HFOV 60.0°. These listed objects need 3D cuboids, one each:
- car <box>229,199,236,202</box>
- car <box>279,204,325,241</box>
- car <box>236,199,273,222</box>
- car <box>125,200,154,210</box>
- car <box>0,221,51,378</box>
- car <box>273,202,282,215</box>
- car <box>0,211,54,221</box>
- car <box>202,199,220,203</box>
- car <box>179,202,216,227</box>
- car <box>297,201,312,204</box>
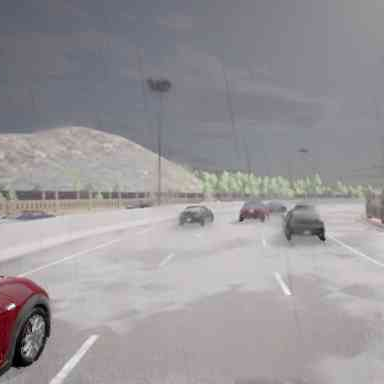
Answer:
[{"bbox_3d":[7.571,1.831,56.183,1.895,1.301,4.718,0,-1,35],"label":"car"},{"bbox_3d":[5.901,1.653,17.909,1.837,1.490,4.892,0,0,12],"label":"car"},{"bbox_3d":[5.440,1.576,28.617,2.097,1.767,4.553,0,0,19],"label":"car"},{"bbox_3d":[-7.035,1.799,44.745,2.128,1.511,4.902,0,0,25],"label":"car"},{"bbox_3d":[-3.161,1.365,3.022,2.097,1.767,4.553,0,-1,2],"label":"car"},{"bbox_3d":[9.629,1.856,38.661,2.033,1.411,5.357,0,0,27],"label":"car"},{"bbox_3d":[-8.681,1.667,17.285,1.994,1.385,4.181,0,0,11],"label":"car"},{"bbox_3d":[2.970,1.902,55.619,1.882,1.535,5.008,0,-1,33],"label":"car"},{"bbox_3d":[0.378,1.706,24.432,1.812,1.442,4.674,0,0,15],"label":"car"},{"bbox_3d":[12.351,1.803,36.263,1.837,1.490,4.892,0,-1,25],"label":"car"}]
